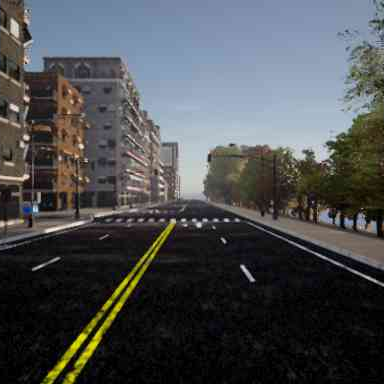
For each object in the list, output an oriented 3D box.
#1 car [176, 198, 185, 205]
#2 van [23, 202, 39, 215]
[{"bbox_3d":[-3.266,2.541,92.045,2.150,2.045,5.566,0,-1,0],"label":"car"},{"bbox_3d":[-22.738,2.226,44.697,3.998,1.788,1.690,-1,0,-1],"label":"van"}]
